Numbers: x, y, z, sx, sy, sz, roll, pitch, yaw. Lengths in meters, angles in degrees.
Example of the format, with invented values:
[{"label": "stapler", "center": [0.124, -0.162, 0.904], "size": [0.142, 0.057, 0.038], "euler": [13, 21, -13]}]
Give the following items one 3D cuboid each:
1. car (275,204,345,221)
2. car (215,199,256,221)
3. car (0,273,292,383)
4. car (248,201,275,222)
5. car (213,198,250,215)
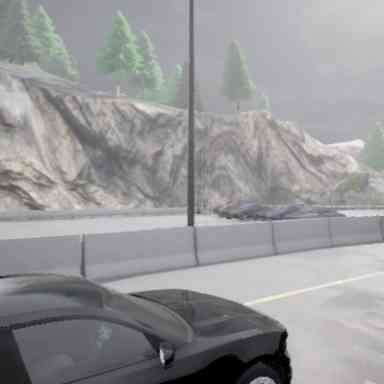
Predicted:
[{"label": "car", "center": [7.602, 1.594, 20.669], "size": [4.181, 1.385, 1.994], "euler": [0, 0, -28]}, {"label": "car", "center": [4.892, 1.568, 27.197], "size": [5.357, 1.411, 2.033], "euler": [0, 0, -28]}, {"label": "car", "center": [-1.273, 1.472, 2.736], "size": [5.008, 1.535, 1.882], "euler": [1, 0, -35]}, {"label": "car", "center": [7.046, 1.576, 24.399], "size": [5.357, 1.411, 2.033], "euler": [0, 0, -28]}, {"label": "car", "center": [4.185, 1.370, 30.719], "size": [4.553, 1.767, 2.097], "euler": [0, 0, -28]}]
